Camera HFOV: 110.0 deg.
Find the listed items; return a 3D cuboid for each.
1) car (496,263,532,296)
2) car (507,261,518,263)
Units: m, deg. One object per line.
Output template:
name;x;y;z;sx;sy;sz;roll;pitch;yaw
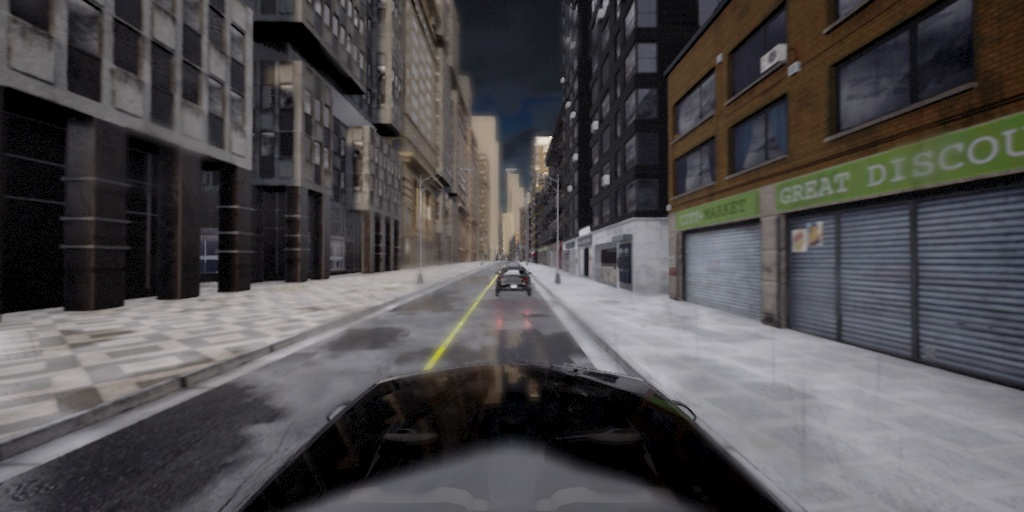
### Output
car;0.091;1.275;19.420;1.812;1.442;4.674;0;0;0
car;0.090;1.311;40.062;2.033;1.411;5.357;0;0;0
